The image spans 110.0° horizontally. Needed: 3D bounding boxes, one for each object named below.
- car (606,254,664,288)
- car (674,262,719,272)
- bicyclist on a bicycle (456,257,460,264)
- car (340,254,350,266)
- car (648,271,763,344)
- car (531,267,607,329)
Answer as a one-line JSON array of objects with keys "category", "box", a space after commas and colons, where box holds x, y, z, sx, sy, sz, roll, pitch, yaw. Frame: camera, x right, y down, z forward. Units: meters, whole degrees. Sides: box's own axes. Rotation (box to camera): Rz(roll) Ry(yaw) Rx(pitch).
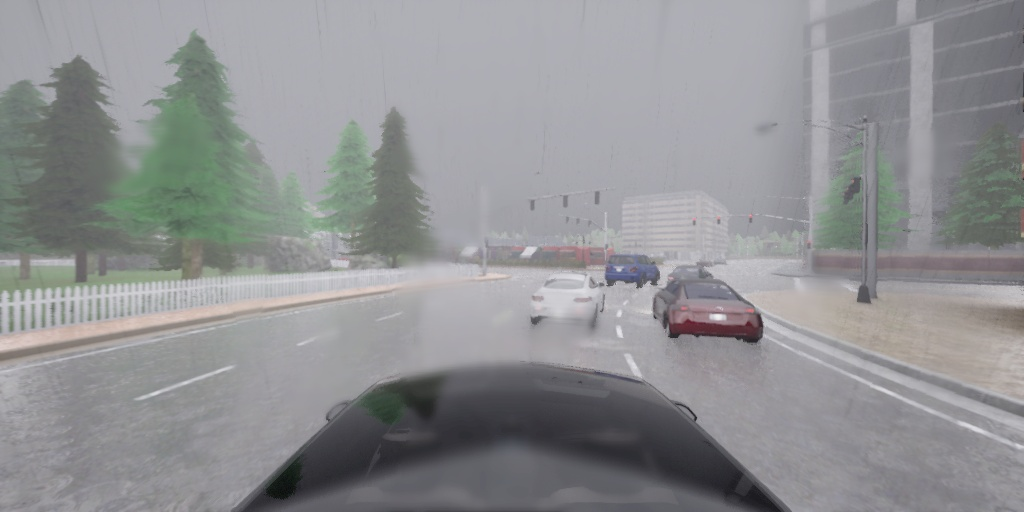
[{"category": "car", "box": [7.888, 0.917, 23.357, 2.150, 2.045, 5.566, 0, 0, 36]}, {"category": "car", "box": [10.544, 1.261, 21.108, 2.033, 1.411, 5.357, 0, 0, 36]}, {"category": "bicyclist on a bicycle", "box": [-7.923, 0.991, 52.247, 0.582, 1.620, 1.656, 0, 1, -13]}, {"category": "car", "box": [-26.058, 0.648, 58.520, 5.566, 2.045, 2.150, 1, 0, 40]}, {"category": "car", "box": [5.047, 1.300, 9.782, 1.994, 1.385, 4.181, 0, 0, 16]}, {"category": "car", "box": [1.857, 1.240, 11.225, 1.812, 1.442, 4.674, 0, 0, 17]}]
